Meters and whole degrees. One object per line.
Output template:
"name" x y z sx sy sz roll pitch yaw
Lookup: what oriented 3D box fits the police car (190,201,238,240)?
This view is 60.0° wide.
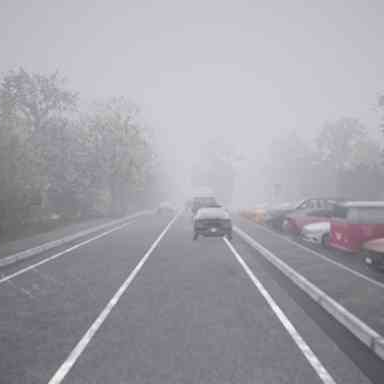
"police car" 0.979 1.499 17.474 1.930 1.638 5.238 0 0 0

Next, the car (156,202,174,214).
"car" -3.330 1.989 42.240 1.812 1.442 4.674 0 -1 0

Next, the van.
"van" 7.194 1.299 11.419 4.442 1.987 1.878 0 0 0

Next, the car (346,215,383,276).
"car" 7.080 1.509 8.641 5.008 1.535 2.097 0 0 0

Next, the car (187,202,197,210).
"car" 0.015 2.872 67.934 1.837 1.490 4.892 0 -2 0

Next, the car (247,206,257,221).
"car" 7.094 1.611 25.294 5.008 1.535 2.097 0 0 0

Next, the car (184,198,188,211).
"car" 0.011 1.961 51.642 2.150 2.045 5.566 0 -2 0

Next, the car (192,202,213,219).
"car" 0.982 1.746 33.386 1.882 1.535 5.008 0 -1 0

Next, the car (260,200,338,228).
"car" 7.117 1.463 22.518 4.553 1.767 2.185 0 0 0

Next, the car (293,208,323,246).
"car" 7.082 1.580 14.194 4.674 1.452 2.002 0 0 0

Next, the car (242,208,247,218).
"car" 7.095 1.643 28.066 4.892 1.521 2.231 0 -1 0

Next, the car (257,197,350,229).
"car" 7.055 1.319 19.747 5.566 2.045 2.435 0 0 0

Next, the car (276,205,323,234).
"car" 7.111 1.585 16.969 4.792 1.488 2.163 0 0 0

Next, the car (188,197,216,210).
"car" 0.981 1.397 27.416 2.150 2.045 5.566 0 -1 0

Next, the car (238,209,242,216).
"car" 6.906 1.678 30.835 5.366 1.575 1.946 0 -1 0
